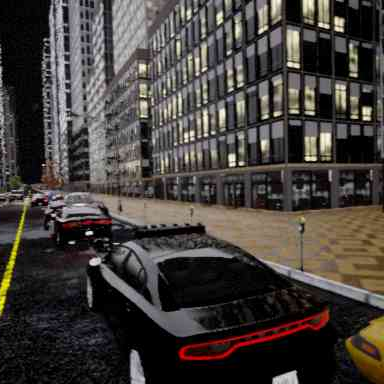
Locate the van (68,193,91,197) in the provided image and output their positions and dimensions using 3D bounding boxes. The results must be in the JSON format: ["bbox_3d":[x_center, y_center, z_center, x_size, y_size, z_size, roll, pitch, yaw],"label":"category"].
[{"bbox_3d":[-9.165,0.957,27.172,1.690,1.788,3.998,-3,2,-26],"label":"van"}]

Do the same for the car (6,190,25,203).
[{"bbox_3d":[-29.492,0.744,56.004,2.150,2.045,5.566,-2,2,-26],"label":"car"}]

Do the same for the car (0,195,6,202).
[{"bbox_3d":[-34.107,1.141,59.371,1.947,1.339,4.313,-3,2,-26],"label":"car"}]

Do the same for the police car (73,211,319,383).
[{"bbox_3d":[-0.381,1.305,5.013,1.930,1.638,5.238,-2,1,-26],"label":"police car"}]

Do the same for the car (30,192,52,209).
[{"bbox_3d":[-17.839,1.116,38.949,1.812,1.442,4.674,-2,2,-25],"label":"car"}]

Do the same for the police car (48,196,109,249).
[{"bbox_3d":[-4.751,1.222,14.008,1.930,1.638,5.238,-2,1,-26],"label":"police car"}]

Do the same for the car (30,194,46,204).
[{"bbox_3d":[-23.484,1.027,50.524,2.033,1.411,5.357,-2,2,-26],"label":"car"}]

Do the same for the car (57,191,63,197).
[{"bbox_3d":[-11.649,1.008,32.295,1.967,1.590,4.097,-3,2,-26],"label":"car"}]

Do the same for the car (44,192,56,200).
[{"bbox_3d":[-29.054,0.770,68.137,2.008,1.369,4.403,-3,2,-26],"label":"car"}]

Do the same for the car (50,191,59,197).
[{"bbox_3d":[-19.105,1.003,47.657,1.802,1.307,4.206,-3,2,-26],"label":"car"}]

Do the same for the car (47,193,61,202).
[{"bbox_3d":[-24.080,0.866,57.897,1.887,1.381,4.507,-3,2,-26],"label":"car"}]

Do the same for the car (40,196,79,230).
[{"bbox_3d":[-7.535,1.260,19.274,1.837,1.490,4.892,-2,1,-22],"label":"car"}]

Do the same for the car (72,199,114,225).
[{"bbox_3d":[-6.670,1.229,22.057,1.947,1.339,4.313,-3,2,-26],"label":"car"}]

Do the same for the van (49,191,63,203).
[{"bbox_3d":[-21.600,0.713,52.771,1.690,1.788,3.998,-3,2,-26],"label":"van"}]

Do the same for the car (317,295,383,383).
[{"bbox_3d":[3.202,1.378,1.731,1.752,1.417,4.829,-3,2,-26],"label":"car"}]

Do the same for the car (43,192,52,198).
[{"bbox_3d":[-34.028,0.699,78.378,1.802,1.307,4.206,-3,2,-26],"label":"car"}]
